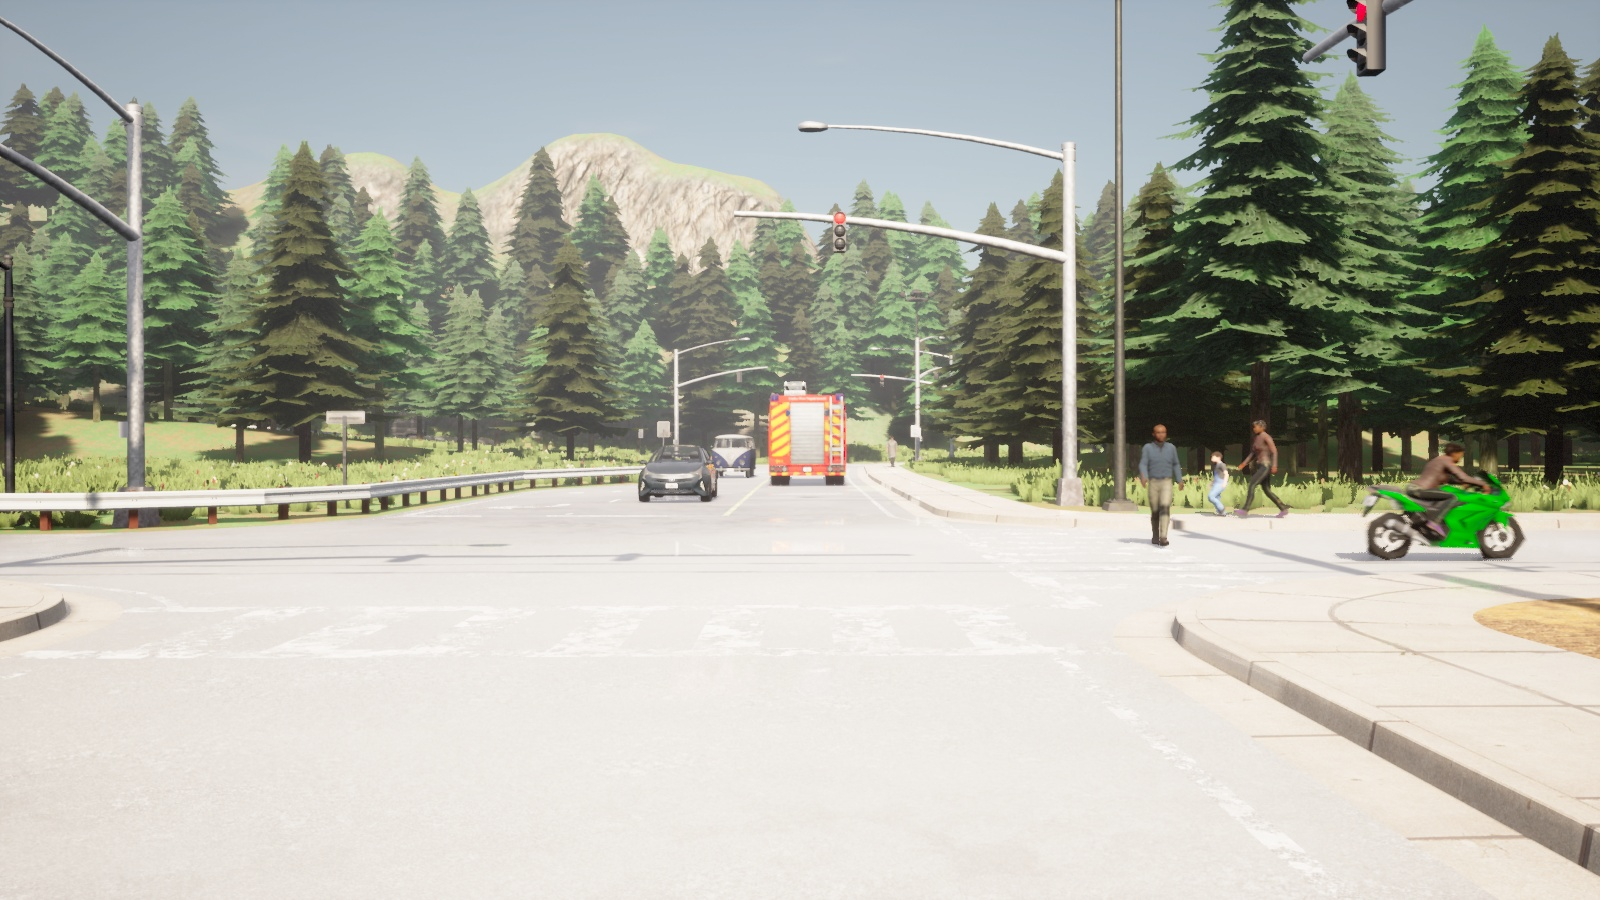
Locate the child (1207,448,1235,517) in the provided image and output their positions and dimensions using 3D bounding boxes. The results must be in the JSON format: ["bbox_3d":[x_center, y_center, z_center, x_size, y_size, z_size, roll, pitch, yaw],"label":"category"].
[{"bbox_3d":[7.830,0.601,23.368,0.437,1.263,0.270,0,0,1],"label":"child"}]

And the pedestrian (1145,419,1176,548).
[{"bbox_3d":[5.250,0.480,18.302,0.370,1.835,0.726,0,0,12],"label":"pedestrian"}]

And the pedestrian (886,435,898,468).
[{"bbox_3d":[5.446,0.104,74.140,0.659,1.952,0.873,0,0,2],"label":"pedestrian"}]

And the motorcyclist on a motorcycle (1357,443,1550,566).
[{"bbox_3d":[8.300,0.676,16.019,2.044,1.523,0.797,0,0,1],"label":"motorcyclist on a motorcycle"}]

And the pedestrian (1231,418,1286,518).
[{"bbox_3d":[8.286,0.322,22.685,0.869,1.805,0.328,0,0,2],"label":"pedestrian"}]

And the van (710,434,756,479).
[{"bbox_3d":[-3.035,0.282,57.773,1.775,1.987,4.442,0,0,2],"label":"van"}]

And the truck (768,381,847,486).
[{"bbox_3d":[0.304,-0.613,50.155,2.891,3.827,8.468,0,0,1],"label":"truck"}]

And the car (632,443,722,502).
[{"bbox_3d":[-3.300,0.569,34.605,2.007,1.525,4.514,0,0,0],"label":"car"}]
